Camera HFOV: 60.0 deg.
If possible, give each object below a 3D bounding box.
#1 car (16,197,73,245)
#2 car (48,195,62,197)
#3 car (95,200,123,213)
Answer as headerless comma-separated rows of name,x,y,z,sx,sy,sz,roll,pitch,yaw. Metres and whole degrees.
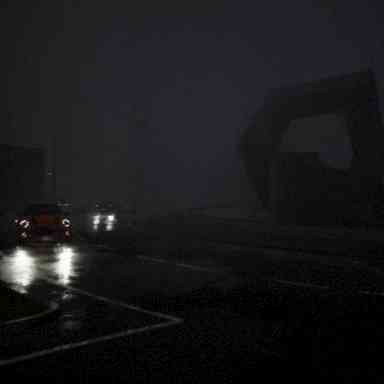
car,-6.854,1.287,15.286,2.097,1.767,4.553,1,0,-28
car,-23.012,1.286,56.376,4.892,1.490,1.837,0,0,40
car,-8.955,1.511,36.082,1.895,1.301,4.718,1,0,2
